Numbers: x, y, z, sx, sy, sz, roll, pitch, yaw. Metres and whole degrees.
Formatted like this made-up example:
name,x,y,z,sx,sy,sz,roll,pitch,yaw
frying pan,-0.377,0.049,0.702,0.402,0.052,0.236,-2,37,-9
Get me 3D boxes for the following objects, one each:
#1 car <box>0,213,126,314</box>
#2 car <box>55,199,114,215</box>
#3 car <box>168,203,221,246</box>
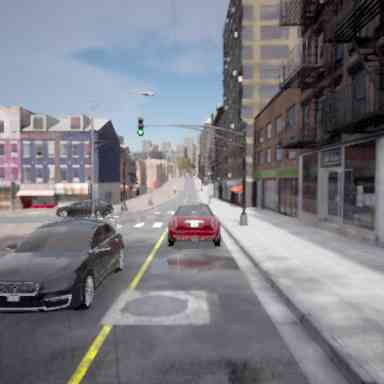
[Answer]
name,x,y,z,sx,sy,sz,roll,pitch,yaw
car,-2.817,1.452,7.712,1.837,1.490,4.892,0,0,0
car,-9.210,1.420,28.508,4.892,1.490,1.837,-1,0,7
car,0.076,1.248,14.758,2.097,1.767,4.553,0,0,0
